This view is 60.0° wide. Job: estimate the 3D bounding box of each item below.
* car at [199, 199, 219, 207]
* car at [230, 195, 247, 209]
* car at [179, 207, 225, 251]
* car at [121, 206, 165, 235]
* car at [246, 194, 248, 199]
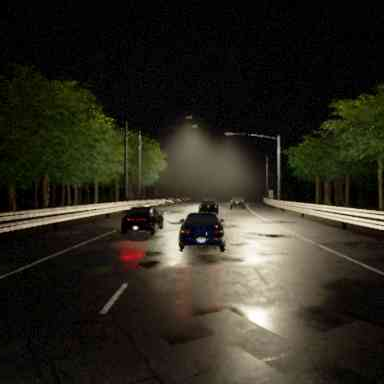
[{"bbox_3d":[1.888,1.547,36.223,2.097,1.767,4.553,0,0,5],"label":"car"},{"bbox_3d":[7.109,1.627,52.220,2.097,1.767,4.553,0,0,8],"label":"car"},{"bbox_3d":[0.440,1.605,14.448,1.812,1.442,4.674,0,0,2],"label":"car"},{"bbox_3d":[-2.819,1.611,19.740,1.837,1.490,4.892,0,0,3],"label":"car"},{"bbox_3d":[12.100,1.913,81.231,1.837,1.490,4.892,0,0,12],"label":"car"}]
